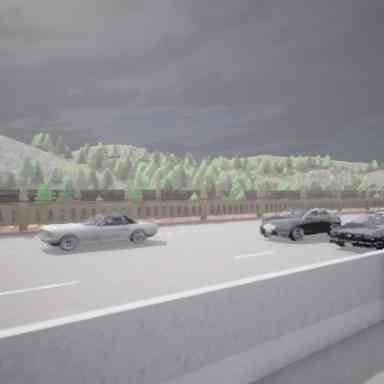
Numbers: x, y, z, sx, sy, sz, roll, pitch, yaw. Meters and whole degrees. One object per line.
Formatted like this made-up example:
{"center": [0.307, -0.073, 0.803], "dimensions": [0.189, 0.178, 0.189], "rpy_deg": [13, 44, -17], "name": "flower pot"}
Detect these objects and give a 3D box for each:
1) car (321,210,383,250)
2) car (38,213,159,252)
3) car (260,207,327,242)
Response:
{"center": [8.014, 1.559, 14.002], "dimensions": [5.357, 1.411, 2.033], "rpy_deg": [0, 0, -35], "name": "car"}
{"center": [-3.892, 1.600, 14.111], "dimensions": [4.718, 1.301, 1.895], "rpy_deg": [0, 0, -35], "name": "car"}
{"center": [5.455, 1.501, 16.475], "dimensions": [4.902, 1.511, 2.128], "rpy_deg": [0, 0, -35], "name": "car"}
